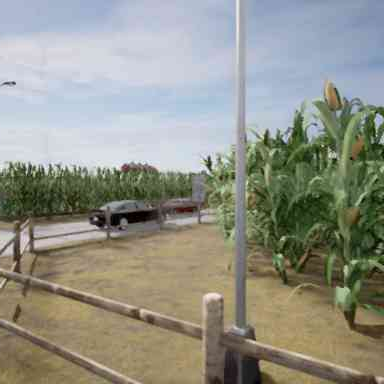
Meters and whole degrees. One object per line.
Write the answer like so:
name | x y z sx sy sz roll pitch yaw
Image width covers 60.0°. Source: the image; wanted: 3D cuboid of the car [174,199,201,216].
car | -1.267 1.253 27.189 1.895 1.301 4.718 0 1 36

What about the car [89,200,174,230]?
car | -3.518 1.223 19.147 1.882 1.535 5.008 0 1 36
